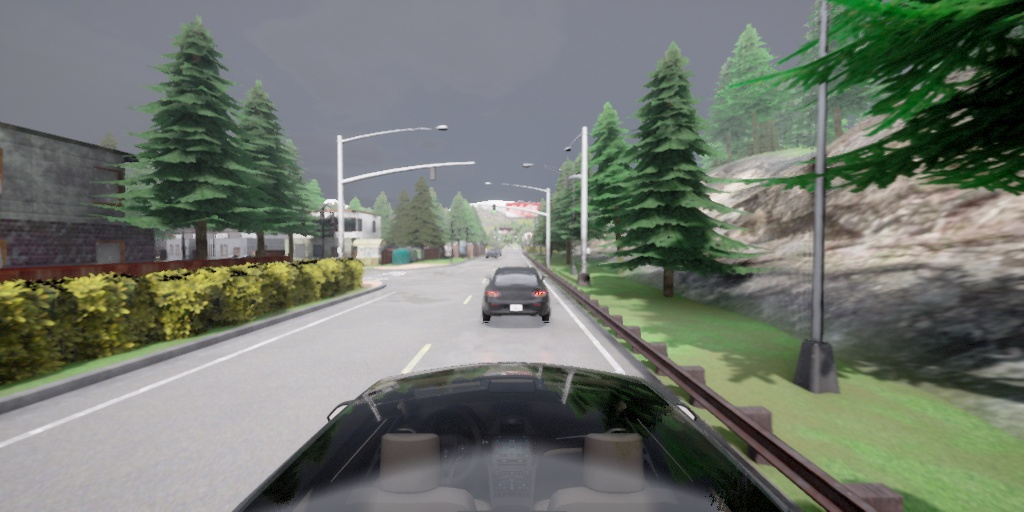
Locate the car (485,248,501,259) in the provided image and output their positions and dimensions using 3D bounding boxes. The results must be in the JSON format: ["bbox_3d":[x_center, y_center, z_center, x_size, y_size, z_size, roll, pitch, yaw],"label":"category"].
[{"bbox_3d":[-3.243,-0.240,57.171,2.033,1.411,5.357,0,2,1],"label":"car"}]

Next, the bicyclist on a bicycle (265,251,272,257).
[{"bbox_3d":[-22.963,0.313,33.503,0.582,1.620,1.656,0,2,7],"label":"bicyclist on a bicycle"}]

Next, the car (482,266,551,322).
[{"bbox_3d":[0.127,1.019,10.971,1.812,1.442,4.674,0,2,1],"label":"car"}]
